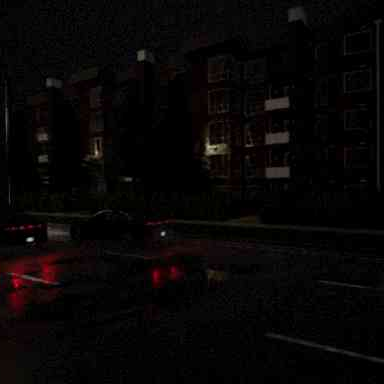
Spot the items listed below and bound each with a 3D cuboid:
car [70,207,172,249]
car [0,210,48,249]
[{"bbox_3d":[-3.149,1.406,14.180,4.902,1.511,2.128,0,1,33],"label":"car"},{"bbox_3d":[-7.686,1.450,12.952,4.902,1.511,2.128,0,1,33],"label":"car"}]
